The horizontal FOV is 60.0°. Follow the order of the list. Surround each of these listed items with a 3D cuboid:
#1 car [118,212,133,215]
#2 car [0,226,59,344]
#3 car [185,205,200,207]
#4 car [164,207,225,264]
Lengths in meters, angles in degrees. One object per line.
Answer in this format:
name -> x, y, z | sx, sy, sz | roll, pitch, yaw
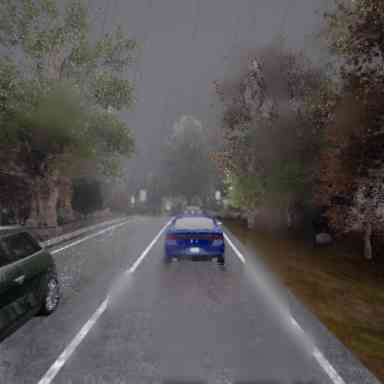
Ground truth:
car -> -16.660, 5.760, 82.462 | 1.837, 1.490, 4.892 | -4, -5, 36
car -> -3.604, 1.370, 4.509 | 2.097, 1.767, 4.553 | 0, 0, 0
car -> 0.066, 1.798, 29.112 | 2.033, 1.411, 5.357 | 0, -2, 0
car -> 0.080, 1.522, 11.979 | 1.882, 1.535, 5.008 | 0, 0, 0
